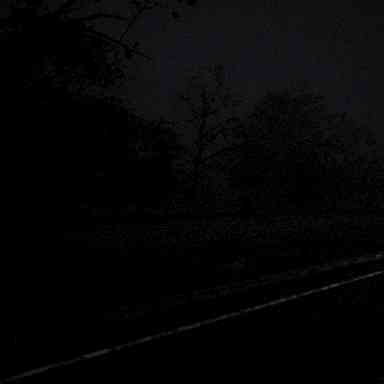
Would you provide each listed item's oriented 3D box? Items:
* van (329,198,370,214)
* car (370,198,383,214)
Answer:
[{"bbox_3d":[19.775,1.735,42.595,1.878,1.987,4.442,2,-1,-35],"label":"van"},{"bbox_3d":[22.182,1.799,44.201,2.435,2.045,5.566,2,-1,-35],"label":"car"}]
